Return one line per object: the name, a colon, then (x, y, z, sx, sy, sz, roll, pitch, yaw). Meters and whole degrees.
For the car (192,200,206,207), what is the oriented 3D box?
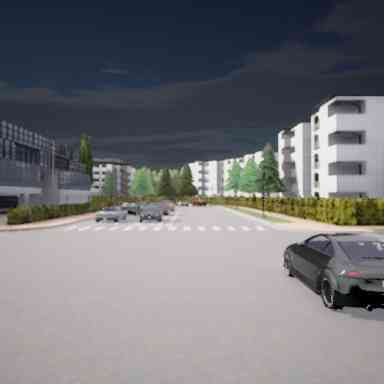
car: (1.522, 2.373, 70.693, 1.882, 1.535, 5.008, 0, -1, -17)

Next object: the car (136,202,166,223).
car: (-3.597, 1.888, 29.840, 1.837, 1.490, 4.892, 0, -1, -2)

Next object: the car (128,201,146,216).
car: (-7.192, 2.056, 39.493, 2.033, 1.411, 5.357, 0, -1, 0)

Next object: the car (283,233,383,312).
car: (3.626, 1.664, 8.036, 1.994, 1.385, 4.181, 0, -1, 0)

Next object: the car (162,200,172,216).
car: (-3.688, 2.007, 39.244, 1.837, 1.490, 4.892, 0, -1, 0)

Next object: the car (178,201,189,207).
car: (-2.132, 2.495, 70.762, 1.895, 1.301, 4.718, 0, -1, -17)

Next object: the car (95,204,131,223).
car: (-7.183, 1.987, 29.842, 1.895, 1.301, 4.718, 0, -1, 1)

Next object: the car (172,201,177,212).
car: (-3.717, 1.980, 49.234, 2.097, 1.767, 4.553, 0, -1, 0)
